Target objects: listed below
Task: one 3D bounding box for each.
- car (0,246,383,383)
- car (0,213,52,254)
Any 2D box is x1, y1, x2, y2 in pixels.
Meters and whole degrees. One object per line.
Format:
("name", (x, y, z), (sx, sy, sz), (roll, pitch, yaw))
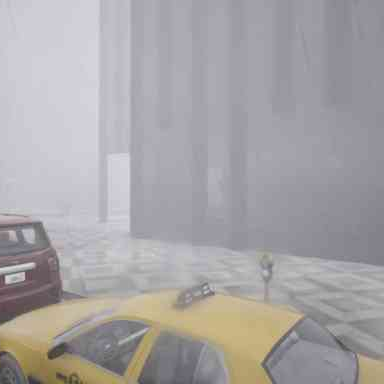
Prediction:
("car", (-0.191, 1.525, 3.099), (4.829, 1.417, 1.752), (0, 0, 36))
("car", (-4.466, 1.314, 6.155), (5.009, 1.841, 2.192), (0, 0, 36))
